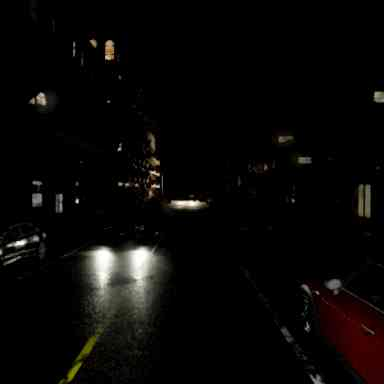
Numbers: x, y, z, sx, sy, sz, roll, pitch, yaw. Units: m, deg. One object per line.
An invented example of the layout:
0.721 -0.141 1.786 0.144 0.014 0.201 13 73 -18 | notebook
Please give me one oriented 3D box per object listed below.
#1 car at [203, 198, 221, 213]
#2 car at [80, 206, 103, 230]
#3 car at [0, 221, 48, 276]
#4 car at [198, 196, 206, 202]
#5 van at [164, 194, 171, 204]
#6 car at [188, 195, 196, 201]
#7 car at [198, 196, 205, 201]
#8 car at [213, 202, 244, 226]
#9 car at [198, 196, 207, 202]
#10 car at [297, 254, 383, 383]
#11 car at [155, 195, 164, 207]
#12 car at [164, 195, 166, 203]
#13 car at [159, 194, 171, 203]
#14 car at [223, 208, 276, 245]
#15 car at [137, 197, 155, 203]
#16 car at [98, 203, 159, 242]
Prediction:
2.669 1.610 38.086 2.008 1.369 4.403 -1 0 0 | car
-5.704 1.579 20.980 2.008 1.369 4.403 0 0 0 | car
-5.700 1.562 9.587 2.008 1.369 4.403 0 0 0 | car
2.651 1.737 77.963 1.802 1.307 4.206 -1 0 0 | car
-5.726 1.465 66.553 1.690 1.788 3.998 -1 0 0 | van
-0.036 1.735 88.092 1.994 1.385 4.181 0 0 0 | car
2.644 1.751 95.052 1.887 1.381 4.507 -1 0 0 | car
2.676 1.580 20.997 2.008 1.369 4.403 0 0 0 | car
2.649 1.723 83.659 2.008 1.369 4.403 -1 0 0 | car
2.682 1.444 3.906 1.967 1.590 4.097 0 0 0 | car
-5.718 1.522 49.463 1.967 1.590 4.097 0 0 0 | car
-5.720 1.620 54.989 1.752 1.417 4.829 -1 0 0 | car
-5.729 1.454 72.248 2.192 1.841 5.009 -1 0 0 | car
2.678 1.602 15.299 1.802 1.307 4.206 0 0 0 | car
-5.712 1.583 37.900 1.752 1.417 4.829 0 0 0 | car
-3.006 1.545 16.853 1.882 1.535 5.008 0 0 0 | car
